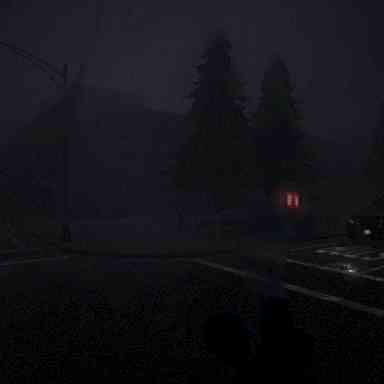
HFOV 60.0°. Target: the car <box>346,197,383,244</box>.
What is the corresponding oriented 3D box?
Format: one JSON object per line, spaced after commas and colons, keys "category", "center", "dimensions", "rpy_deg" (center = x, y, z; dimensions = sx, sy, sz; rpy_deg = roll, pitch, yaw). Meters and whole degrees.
{"category": "car", "center": [9.231, 1.250, 14.941], "dimensions": [5.566, 2.045, 2.150], "rpy_deg": [0, 0, -36]}
